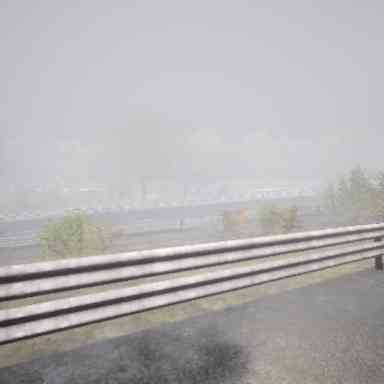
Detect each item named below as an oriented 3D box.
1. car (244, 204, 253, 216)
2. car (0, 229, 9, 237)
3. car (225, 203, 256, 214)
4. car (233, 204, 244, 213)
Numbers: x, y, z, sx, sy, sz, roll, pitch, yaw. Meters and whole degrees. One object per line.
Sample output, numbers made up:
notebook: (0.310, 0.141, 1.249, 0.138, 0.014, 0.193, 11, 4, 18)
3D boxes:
car: (10.528, 2.654, 48.786, 4.553, 1.767, 2.097, -4, 2, -20)
car: (-26.062, 5.231, 42.470, 4.718, 1.301, 1.895, -4, 2, -21)
car: (8.018, 2.791, 55.327, 4.718, 1.301, 1.895, -4, 2, -20)
car: (9.216, 2.602, 52.031, 4.553, 1.767, 2.097, -4, 2, -20)
